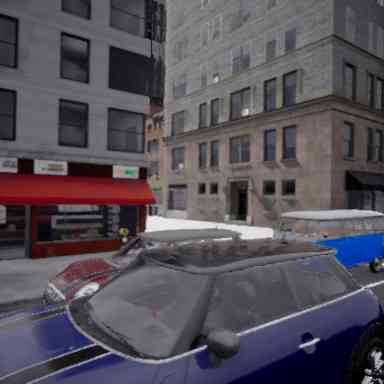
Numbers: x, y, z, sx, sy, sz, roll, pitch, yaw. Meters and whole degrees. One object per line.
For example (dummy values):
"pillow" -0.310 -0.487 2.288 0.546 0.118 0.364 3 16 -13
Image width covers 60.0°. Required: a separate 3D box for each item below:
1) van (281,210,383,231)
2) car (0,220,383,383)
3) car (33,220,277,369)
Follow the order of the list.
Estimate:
"van" 4.013 1.422 9.494 3.998 1.788 1.690 1 0 -35
"car" 0.003 1.369 3.380 4.553 1.767 2.097 1 0 -35
"car" -0.555 1.469 6.238 4.097 1.590 1.967 1 0 -35
